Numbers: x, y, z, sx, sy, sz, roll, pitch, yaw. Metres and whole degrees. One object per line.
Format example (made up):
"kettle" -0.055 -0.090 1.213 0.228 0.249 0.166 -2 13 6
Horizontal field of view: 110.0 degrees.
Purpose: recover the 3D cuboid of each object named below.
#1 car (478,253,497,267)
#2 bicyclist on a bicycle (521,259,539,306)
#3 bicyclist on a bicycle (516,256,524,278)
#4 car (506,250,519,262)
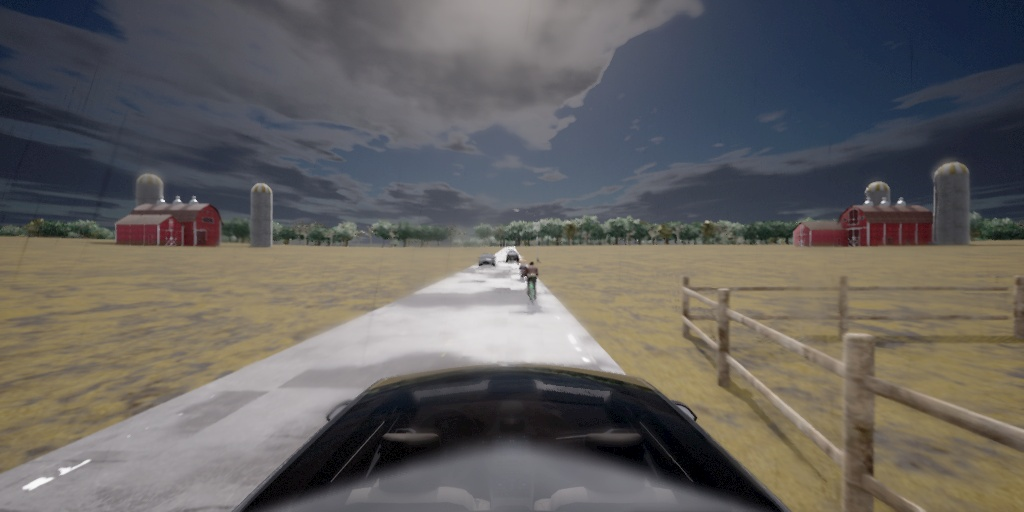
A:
"car" -2.818 0.468 41.475 1.837 1.490 4.892 0 1 0
"bicyclist on a bicycle" 0.757 1.018 13.522 0.582 1.620 1.656 0 1 0
"bicyclist on a bicycle" 0.737 0.792 24.414 0.866 1.612 1.509 0 1 0
"car" 0.082 0.080 54.695 1.882 1.535 5.008 0 2 0
